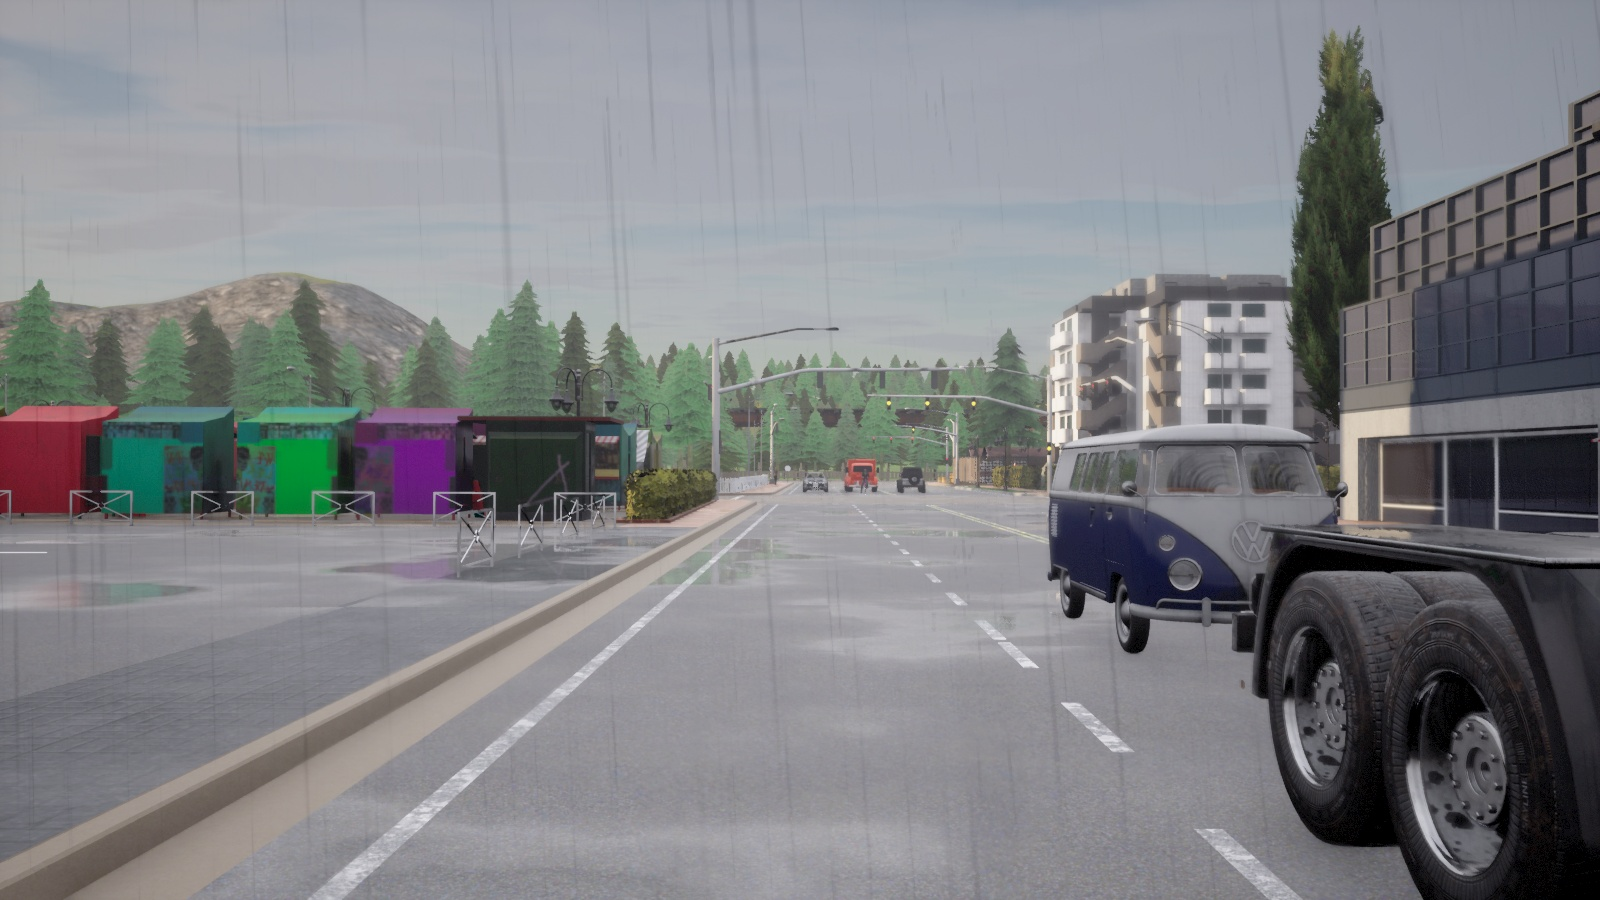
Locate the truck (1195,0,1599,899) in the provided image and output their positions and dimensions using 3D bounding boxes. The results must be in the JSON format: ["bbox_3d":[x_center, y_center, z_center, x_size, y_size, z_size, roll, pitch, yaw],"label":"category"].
[{"bbox_3d":[3.522,-0.137,2.678,2.891,3.462,7.936,0,-1,1],"label":"truck"}]

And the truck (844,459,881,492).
[{"bbox_3d":[4.707,1.907,95.617,2.627,2.467,5.204,0,-1,1],"label":"truck"}]

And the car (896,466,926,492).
[{"bbox_3d":[8.159,2.123,92.229,1.905,1.878,3.866,0,-1,1],"label":"car"}]

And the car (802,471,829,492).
[{"bbox_3d":[1.163,2.325,92.513,1.970,1.475,3.806,0,-1,1],"label":"car"}]

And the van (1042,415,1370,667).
[{"bbox_3d":[3.632,0.756,12.149,1.775,1.987,4.442,0,-1,1],"label":"van"}]
